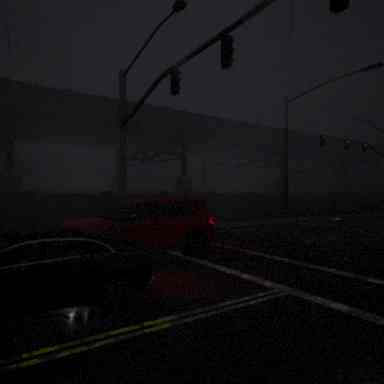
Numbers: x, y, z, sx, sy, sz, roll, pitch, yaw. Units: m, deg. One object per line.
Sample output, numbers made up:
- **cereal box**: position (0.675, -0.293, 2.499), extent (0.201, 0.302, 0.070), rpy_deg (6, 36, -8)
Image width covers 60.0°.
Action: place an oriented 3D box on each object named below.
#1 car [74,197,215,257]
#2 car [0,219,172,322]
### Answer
- **car**: position (-1.749, 1.221, 11.335), extent (5.566, 2.045, 2.150), rpy_deg (0, 0, -36)
- **car**: position (-3.070, 1.491, 6.101), extent (4.902, 1.511, 2.128), rpy_deg (0, 0, -36)
